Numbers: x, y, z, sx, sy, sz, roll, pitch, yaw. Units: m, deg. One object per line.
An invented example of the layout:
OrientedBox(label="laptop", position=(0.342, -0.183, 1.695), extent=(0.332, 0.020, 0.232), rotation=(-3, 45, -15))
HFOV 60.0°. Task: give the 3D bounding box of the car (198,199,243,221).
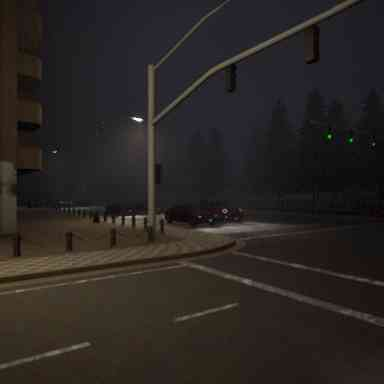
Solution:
OrientedBox(label="car", position=(1.974, 1.402, 26.521), extent=(2.097, 1.767, 4.553), rotation=(0, 0, -36))

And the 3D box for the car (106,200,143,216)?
OrientedBox(label="car", position=(-6.997, 1.615, 32.988), extent=(1.994, 1.385, 4.181), rotation=(0, 0, -36))

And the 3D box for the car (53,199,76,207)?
OrientedBox(label="car", position=(-19.777, 1.652, 50.865), extent=(1.895, 1.301, 4.718), rotation=(0, 0, -35))

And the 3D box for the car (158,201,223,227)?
OrientedBox(label="car", position=(-0.207, 1.577, 23.590), extent=(1.812, 1.442, 4.674), rotation=(0, 0, -37))

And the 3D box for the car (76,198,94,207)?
OrientedBox(label="car", position=(-17.544, 1.598, 53.775), extent=(2.033, 1.411, 5.357), rotation=(0, 0, -36))

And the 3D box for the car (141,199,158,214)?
OrientedBox(label="car", position=(-4.777, 1.542, 35.894), extent=(2.128, 1.511, 4.902), rotation=(0, 0, -36))
